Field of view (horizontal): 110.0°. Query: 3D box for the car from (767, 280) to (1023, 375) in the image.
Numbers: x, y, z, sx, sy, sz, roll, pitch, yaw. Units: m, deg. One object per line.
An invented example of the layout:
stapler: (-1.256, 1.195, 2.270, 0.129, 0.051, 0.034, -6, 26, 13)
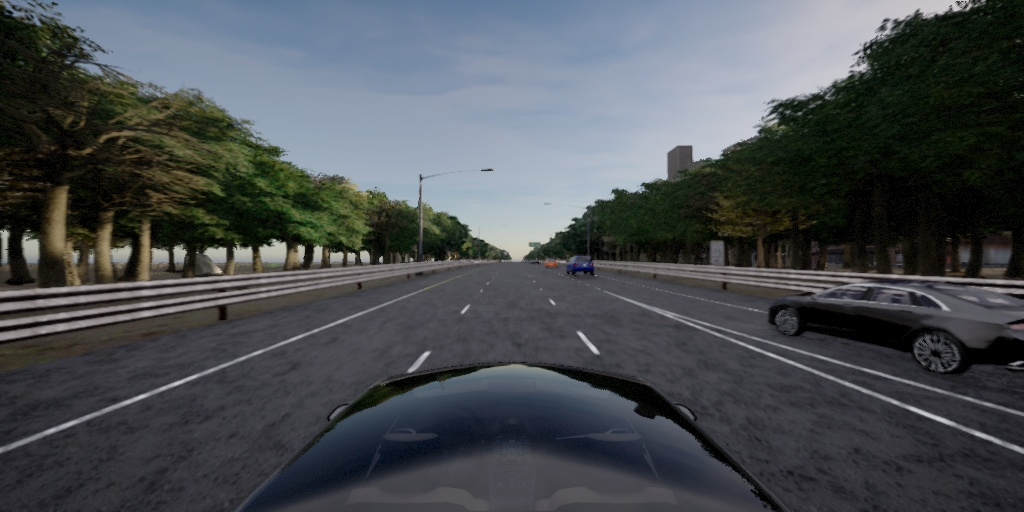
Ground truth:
car: (7.903, 1.255, 7.570, 2.128, 1.511, 4.902, 0, 0, -7)

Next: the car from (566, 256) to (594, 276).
car: (7.011, 0.981, 37.248, 2.150, 2.045, 5.566, 0, 0, 0)
